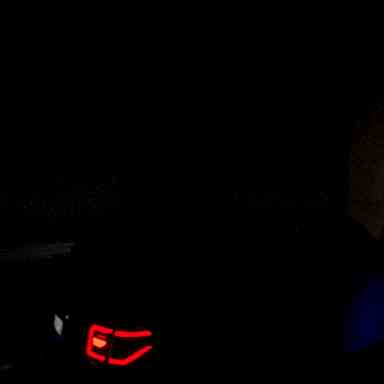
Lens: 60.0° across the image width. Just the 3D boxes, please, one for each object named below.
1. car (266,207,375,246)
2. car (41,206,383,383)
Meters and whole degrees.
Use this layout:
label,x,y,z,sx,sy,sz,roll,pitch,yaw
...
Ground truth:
label,x,y,z,sx,sy,sz,roll,pitch,yaw
car,6.274,1.524,16.039,5.357,1.411,2.033,0,0,-31
car,1.101,1.213,4.306,5.566,2.045,2.150,0,0,-33
